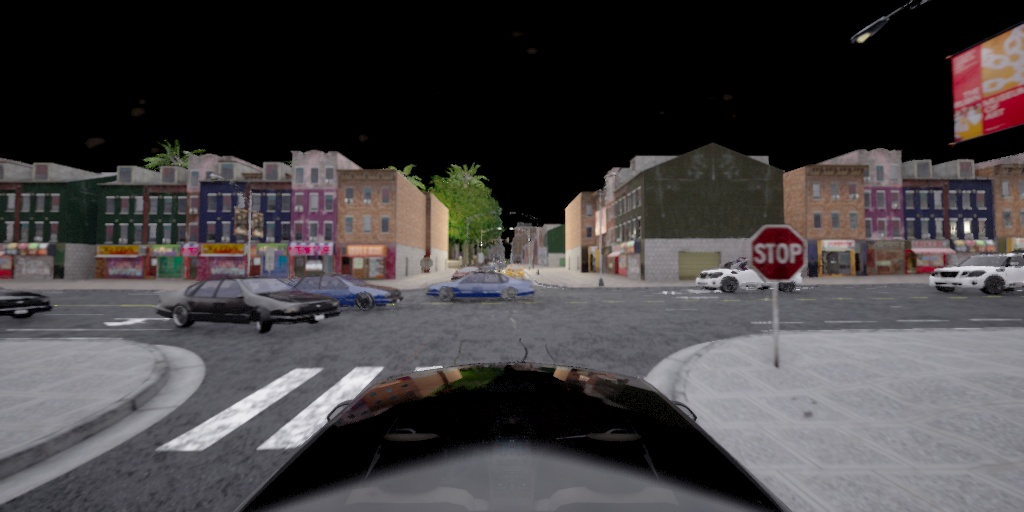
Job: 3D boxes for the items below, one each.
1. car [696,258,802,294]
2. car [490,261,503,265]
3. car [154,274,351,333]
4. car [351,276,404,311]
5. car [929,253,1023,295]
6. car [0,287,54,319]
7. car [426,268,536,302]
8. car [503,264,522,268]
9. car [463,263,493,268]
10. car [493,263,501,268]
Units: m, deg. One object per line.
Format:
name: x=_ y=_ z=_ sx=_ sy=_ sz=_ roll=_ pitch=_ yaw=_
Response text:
car: x=14.113 y=1.129 z=21.496 sx=5.566 sy=2.045 sz=2.150 roll=-1 pitch=-2 yaw=-1
car: x=-2.626 y=1.877 z=52.824 sx=1.994 sy=1.385 sz=4.181 roll=0 pitch=-1 yaw=-1
car: x=-7.695 y=1.305 z=10.430 sx=5.357 sy=1.411 sz=2.033 roll=-1 pitch=-2 yaw=17
car: x=-7.289 y=1.443 z=14.562 sx=5.357 sy=1.411 sz=2.033 roll=0 pitch=-2 yaw=-1
car: x=24.986 y=0.887 z=18.365 sx=5.566 sy=2.045 sz=2.150 roll=-1 pitch=-2 yaw=-1
car: x=-17.987 y=1.353 z=11.199 sx=5.357 sy=1.411 sz=2.033 roll=0 pitch=-2 yaw=-1
car: x=-1.502 y=1.493 z=18.049 sx=5.357 sy=1.411 sz=2.033 roll=0 pitch=-1 yaw=-1
car: x=0.311 y=1.624 z=37.349 sx=1.882 sy=1.535 sz=5.008 roll=0 pitch=-1 yaw=0
car: x=-3.230 y=1.527 z=28.455 sx=1.882 sy=1.535 sz=5.008 roll=0 pitch=-1 yaw=10
car: x=-2.611 y=1.779 z=40.431 sx=1.895 sy=1.301 sz=4.718 roll=0 pitch=-1 yaw=0
